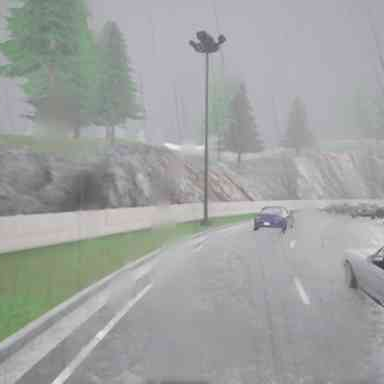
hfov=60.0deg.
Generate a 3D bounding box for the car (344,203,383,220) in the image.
[{"bbox_3d":[15.893,1.689,29.943,2.033,1.411,5.357,0,0,43],"label":"car"}]

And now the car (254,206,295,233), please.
[{"bbox_3d":[5.069,1.572,20.281,1.812,1.442,4.674,0,0,25],"label":"car"}]

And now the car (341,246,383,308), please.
[{"bbox_3d":[4.348,1.639,6.212,1.895,1.301,4.718,0,0,9],"label":"car"}]

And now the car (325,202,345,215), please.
[{"bbox_3d":[15.926,1.744,35.133,4.718,1.301,1.895,1,0,-44],"label":"car"}]
